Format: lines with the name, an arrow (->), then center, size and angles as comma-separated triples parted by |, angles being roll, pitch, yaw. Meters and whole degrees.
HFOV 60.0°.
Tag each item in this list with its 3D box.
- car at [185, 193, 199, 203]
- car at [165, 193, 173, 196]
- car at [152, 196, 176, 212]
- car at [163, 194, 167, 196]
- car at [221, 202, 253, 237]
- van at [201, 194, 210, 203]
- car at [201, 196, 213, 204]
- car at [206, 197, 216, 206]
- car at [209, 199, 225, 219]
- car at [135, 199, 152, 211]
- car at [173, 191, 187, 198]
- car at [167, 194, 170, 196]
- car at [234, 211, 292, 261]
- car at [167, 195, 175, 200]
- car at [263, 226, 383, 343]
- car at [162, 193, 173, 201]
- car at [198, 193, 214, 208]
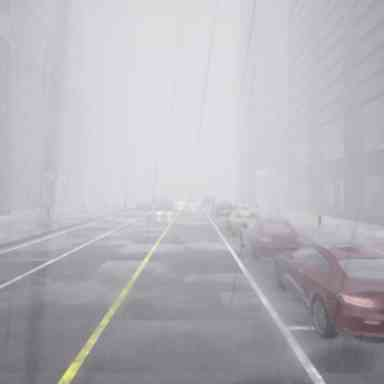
car -> -0.007, 1.464, 65.635 | 2.033, 1.411, 5.357 | 0, 0, 0
car -> -5.770, 1.489, 73.679 | 1.802, 1.307, 4.206 | 0, 0, 0
car -> -3.097, 1.510, 38.296 | 1.994, 1.385, 4.181 | 0, 0, 0
car -> -5.769, 1.469, 56.823 | 1.887, 1.381, 4.507 | 0, 0, 0
car -> 2.760, 1.496, 17.679 | 1.752, 1.417, 4.829 | 0, 0, 0
van -> 2.755, 1.254, 68.079 | 1.690, 1.788, 3.998 | 0, 0, 0
car -> 2.756, 1.469, 62.460 | 2.008, 1.369, 4.403 | 0, 0, 0
car -> 2.759, 1.495, 34.366 | 1.887, 1.381, 4.507 | 0, 0, 0
car -> 2.759, 1.523, 28.747 | 1.947, 1.339, 4.313 | 0, 0, 0
car -> -5.767, 1.526, 39.968 | 1.802, 1.307, 4.206 | 0, 0, 0
car -> -3.008, 0.743, 78.860 | 2.150, 2.045, 5.566 | 0, 0, 0
car -> -5.769, 1.484, 62.442 | 1.947, 1.339, 4.313 | 0, 0, 0
car -> 2.761, 1.561, 11.890 | 1.802, 1.307, 4.206 | 0, 0, 0
car -> -5.772, 1.437, 90.534 | 1.887, 1.381, 4.507 | 0, 0, 0
car -> 2.762, 1.571, 6.272 | 1.802, 1.307, 4.206 | 0, 0, 0
car -> -5.771, 1.217, 79.297 | 2.192, 1.841, 5.009 | 0, 0, 0
car -> 2.382, 1.291, 47.014 | 2.097, 1.767, 4.553 | 0, 0, 0
